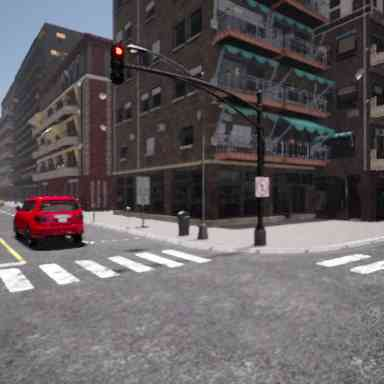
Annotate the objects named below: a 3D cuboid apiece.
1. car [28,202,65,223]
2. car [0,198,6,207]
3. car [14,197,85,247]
[{"bbox_3d":[-11.777,1.558,26.776,1.752,1.417,4.829,0,0,-36],"label":"car"},{"bbox_3d":[-31.584,1.639,54.389,1.752,1.417,4.829,0,0,-36],"label":"car"},{"bbox_3d":[-6.790,1.235,15.569,2.150,2.045,5.566,0,0,-36],"label":"car"}]
